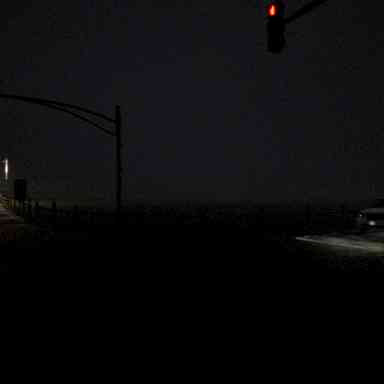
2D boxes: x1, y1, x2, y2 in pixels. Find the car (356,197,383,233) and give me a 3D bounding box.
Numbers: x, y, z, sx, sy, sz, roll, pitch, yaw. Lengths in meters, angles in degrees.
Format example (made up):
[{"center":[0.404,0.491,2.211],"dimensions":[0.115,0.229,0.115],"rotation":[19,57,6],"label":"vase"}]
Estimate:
[{"center":[11.473,1.253,18.495],"dimensions":[5.566,2.045,2.150],"rotation":[0,0,-34],"label":"car"}]
